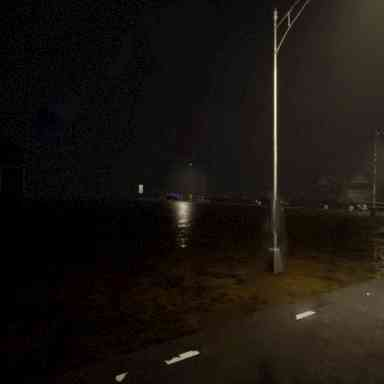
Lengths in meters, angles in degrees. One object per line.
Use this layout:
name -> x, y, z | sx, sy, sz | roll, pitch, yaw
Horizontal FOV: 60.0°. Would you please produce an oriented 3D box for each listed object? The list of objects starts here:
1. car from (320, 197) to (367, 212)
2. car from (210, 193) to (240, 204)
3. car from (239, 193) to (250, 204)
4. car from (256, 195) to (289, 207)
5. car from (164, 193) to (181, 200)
car -> 16.400, 1.292, 36.148 | 1.837, 1.490, 4.892 | 2, 0, -35
car -> 4.891, 1.174, 52.417 | 1.895, 1.301, 4.718 | 2, -1, -35
car -> 7.495, 1.023, 55.134 | 2.097, 1.767, 4.553 | 2, -1, -35
car -> 10.653, 1.177, 44.268 | 1.837, 1.490, 4.892 | 2, 0, -35
car -> -4.244, 1.004, 71.583 | 1.882, 1.535, 5.008 | 2, -1, -35
